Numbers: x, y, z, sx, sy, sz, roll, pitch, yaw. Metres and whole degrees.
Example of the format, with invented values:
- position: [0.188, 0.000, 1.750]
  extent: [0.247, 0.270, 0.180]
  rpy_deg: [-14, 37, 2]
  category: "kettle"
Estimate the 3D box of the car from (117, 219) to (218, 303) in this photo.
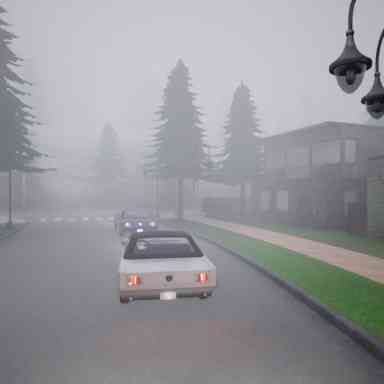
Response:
- position: [-0.809, 1.601, 8.239]
  extent: [1.895, 1.301, 4.718]
  rpy_deg: [0, 0, -10]
  category: "car"

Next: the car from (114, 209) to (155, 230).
- position: [-3.203, 1.600, 18.288]
  extent: [1.895, 1.301, 4.718]
  rpy_deg: [0, 0, -18]
  category: "car"
